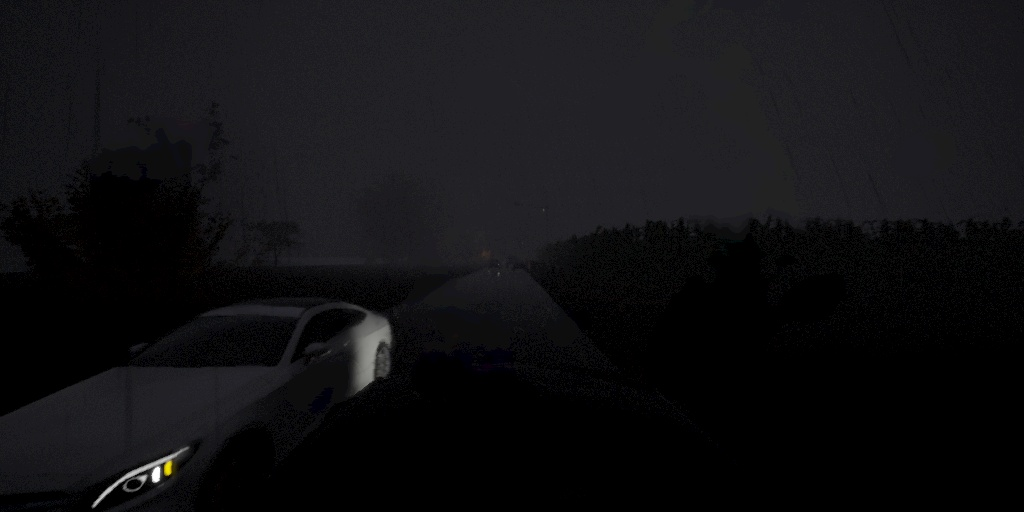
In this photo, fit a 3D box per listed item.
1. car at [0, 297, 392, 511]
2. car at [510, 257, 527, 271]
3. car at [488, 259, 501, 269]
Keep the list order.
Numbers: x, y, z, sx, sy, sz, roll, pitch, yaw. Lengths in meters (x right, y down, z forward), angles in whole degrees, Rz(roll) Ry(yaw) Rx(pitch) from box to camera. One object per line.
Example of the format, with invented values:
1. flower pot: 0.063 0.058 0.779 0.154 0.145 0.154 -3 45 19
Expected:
1. car: -2.848 1.271 4.152 1.812 1.442 4.674 0 0 0
2. car: 1.007 1.248 49.365 1.812 1.442 4.674 0 0 0
3. car: -2.743 1.221 57.077 1.837 1.490 4.892 0 0 1
